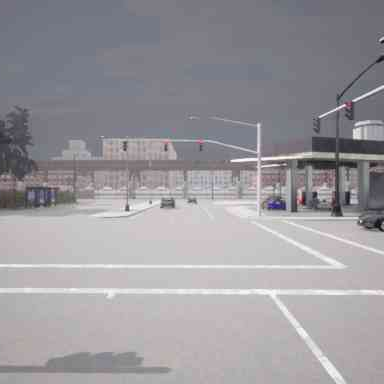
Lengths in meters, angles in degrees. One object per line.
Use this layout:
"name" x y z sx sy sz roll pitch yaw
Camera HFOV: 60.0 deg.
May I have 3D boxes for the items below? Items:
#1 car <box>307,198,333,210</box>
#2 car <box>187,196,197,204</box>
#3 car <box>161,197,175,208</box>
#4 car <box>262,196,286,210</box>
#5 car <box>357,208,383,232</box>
"car" 15.469 1.456 40.452 1.970 1.475 3.806 0 0 0
"car" 0.022 1.547 64.370 2.033 1.411 5.357 0 0 0
"car" -3.384 1.491 47.824 2.128 1.511 4.902 0 0 0
"car" 9.724 1.295 39.691 2.242 1.667 4.611 0 0 0
"car" 12.297 1.505 19.528 4.892 1.490 1.837 0 0 -1
